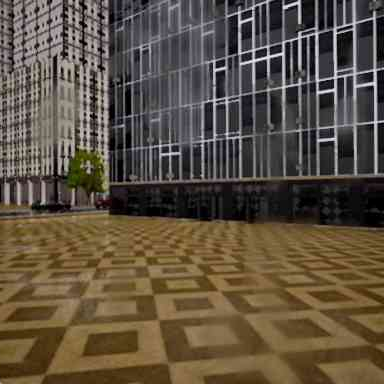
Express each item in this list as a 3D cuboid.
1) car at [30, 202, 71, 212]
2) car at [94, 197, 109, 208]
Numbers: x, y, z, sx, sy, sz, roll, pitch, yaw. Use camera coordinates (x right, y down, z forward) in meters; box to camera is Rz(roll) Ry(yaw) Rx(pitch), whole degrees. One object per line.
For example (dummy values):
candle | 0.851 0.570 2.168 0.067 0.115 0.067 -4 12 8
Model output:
car | -17.774 1.863 41.972 1.895 1.301 4.718 -1 -1 35
car | -13.214 1.642 53.170 2.192 1.841 5.009 -1 -1 35
